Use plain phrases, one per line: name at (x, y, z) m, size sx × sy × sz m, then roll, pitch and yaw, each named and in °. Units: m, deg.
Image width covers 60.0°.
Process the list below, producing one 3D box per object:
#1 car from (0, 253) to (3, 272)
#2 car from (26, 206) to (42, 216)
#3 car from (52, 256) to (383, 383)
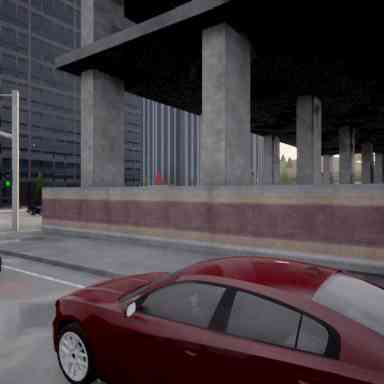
car at (-6.876, 1.564, 8.844) m, size 4.181 × 1.385 × 1.994 m, roll 0°, pitch 0°, yaw 36°
car at (-14.070, 1.656, 33.511) m, size 1.895 × 1.301 × 4.718 m, roll 0°, pitch 0°, yaw 36°
car at (0.470, 1.478, 3.655) m, size 5.008 × 1.535 × 1.882 m, roll 0°, pitch 0°, yaw 35°
